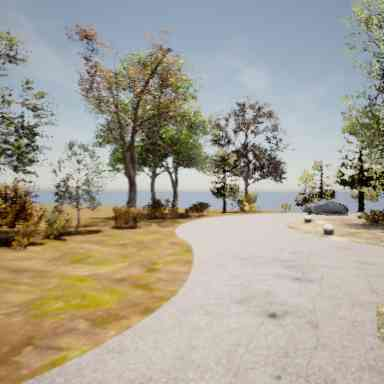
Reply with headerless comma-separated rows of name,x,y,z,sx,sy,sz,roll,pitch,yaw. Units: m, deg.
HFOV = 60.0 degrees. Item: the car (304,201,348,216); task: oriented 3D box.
car,13.401,1.623,33.328,4.181,1.385,1.994,0,0,-9
